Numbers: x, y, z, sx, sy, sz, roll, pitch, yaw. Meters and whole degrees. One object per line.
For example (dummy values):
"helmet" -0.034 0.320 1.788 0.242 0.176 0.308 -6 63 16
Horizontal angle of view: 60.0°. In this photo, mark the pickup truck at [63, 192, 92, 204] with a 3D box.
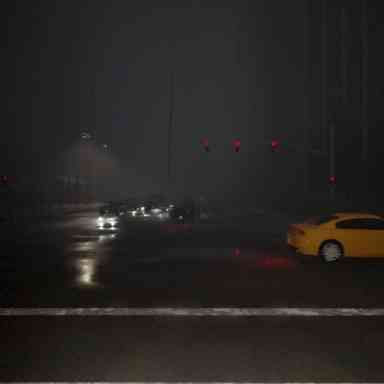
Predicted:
"pickup truck" -20.926 1.059 59.994 2.390 2.098 6.274 0 0 30

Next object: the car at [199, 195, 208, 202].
"car" 2.545 1.524 75.160 1.812 1.442 4.674 0 0 -1

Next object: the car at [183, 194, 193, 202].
"car" -0.953 1.355 75.238 2.097 1.767 4.553 0 0 -1

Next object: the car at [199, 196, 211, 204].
"car" 2.748 1.491 64.776 2.128 1.511 4.902 0 0 -1

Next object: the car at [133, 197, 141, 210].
"car" -7.725 1.478 42.148 1.882 1.535 5.008 0 0 -1

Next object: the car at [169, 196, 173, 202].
"car" -4.281 1.601 48.426 1.895 1.301 4.718 0 0 -1

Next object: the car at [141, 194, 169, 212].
"car" -4.186 1.221 38.479 2.150 2.045 5.566 0 0 -1

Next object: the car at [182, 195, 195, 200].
"car" -0.658 1.352 55.274 2.097 1.767 4.553 0 0 -1

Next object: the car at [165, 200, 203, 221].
"car" -0.521 1.601 27.195 1.895 1.301 4.718 0 0 9

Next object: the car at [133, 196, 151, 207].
"car" -7.823 1.491 52.532 2.128 1.511 4.902 0 0 -1

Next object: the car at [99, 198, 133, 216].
"car" -7.704 1.491 32.845 2.128 1.511 4.902 0 0 2

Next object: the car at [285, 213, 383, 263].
"car" 5.788 1.477 11.359 5.008 1.535 1.882 0 0 0

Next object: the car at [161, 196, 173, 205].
"car" -4.367 1.478 58.865 1.882 1.535 5.008 0 0 0
